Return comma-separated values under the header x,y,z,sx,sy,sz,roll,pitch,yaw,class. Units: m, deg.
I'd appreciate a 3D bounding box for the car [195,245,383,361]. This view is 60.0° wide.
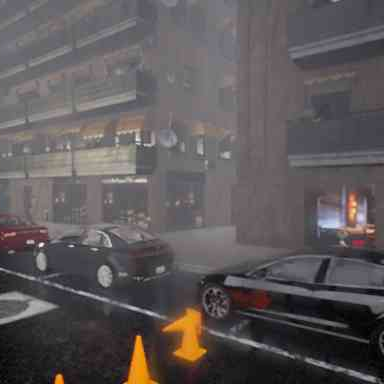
x,y,z,sx,sy,sz,roll,pitch,yaw,class
2.087,1.560,5.515,4.313,1.339,1.947,0,0,36,car

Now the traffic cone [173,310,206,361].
x,y,z,sx,sy,sz,roll,pitch,yaw,class
-0.030,1.941,4.615,0.340,0.580,0.340,0,0,35,traffic cone

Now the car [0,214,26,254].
x,y,z,sx,sy,sz,roll,pitch,yaw,class
-7.054,1.470,12.093,4.507,1.381,1.887,0,0,36,car

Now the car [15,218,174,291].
x,y,z,sx,sy,sz,roll,pitch,yaw,class
-2.484,1.511,8.804,4.403,1.369,2.008,0,0,36,car

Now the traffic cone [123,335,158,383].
x,y,z,sx,sy,sz,roll,pitch,yaw,class
-0.613,1.941,3.803,0.340,0.580,0.340,0,0,36,traffic cone

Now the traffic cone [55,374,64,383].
x,y,z,sx,sy,sz,roll,pitch,yaw,class
-1.197,1.940,2.991,0.340,0.580,0.340,0,0,36,traffic cone
